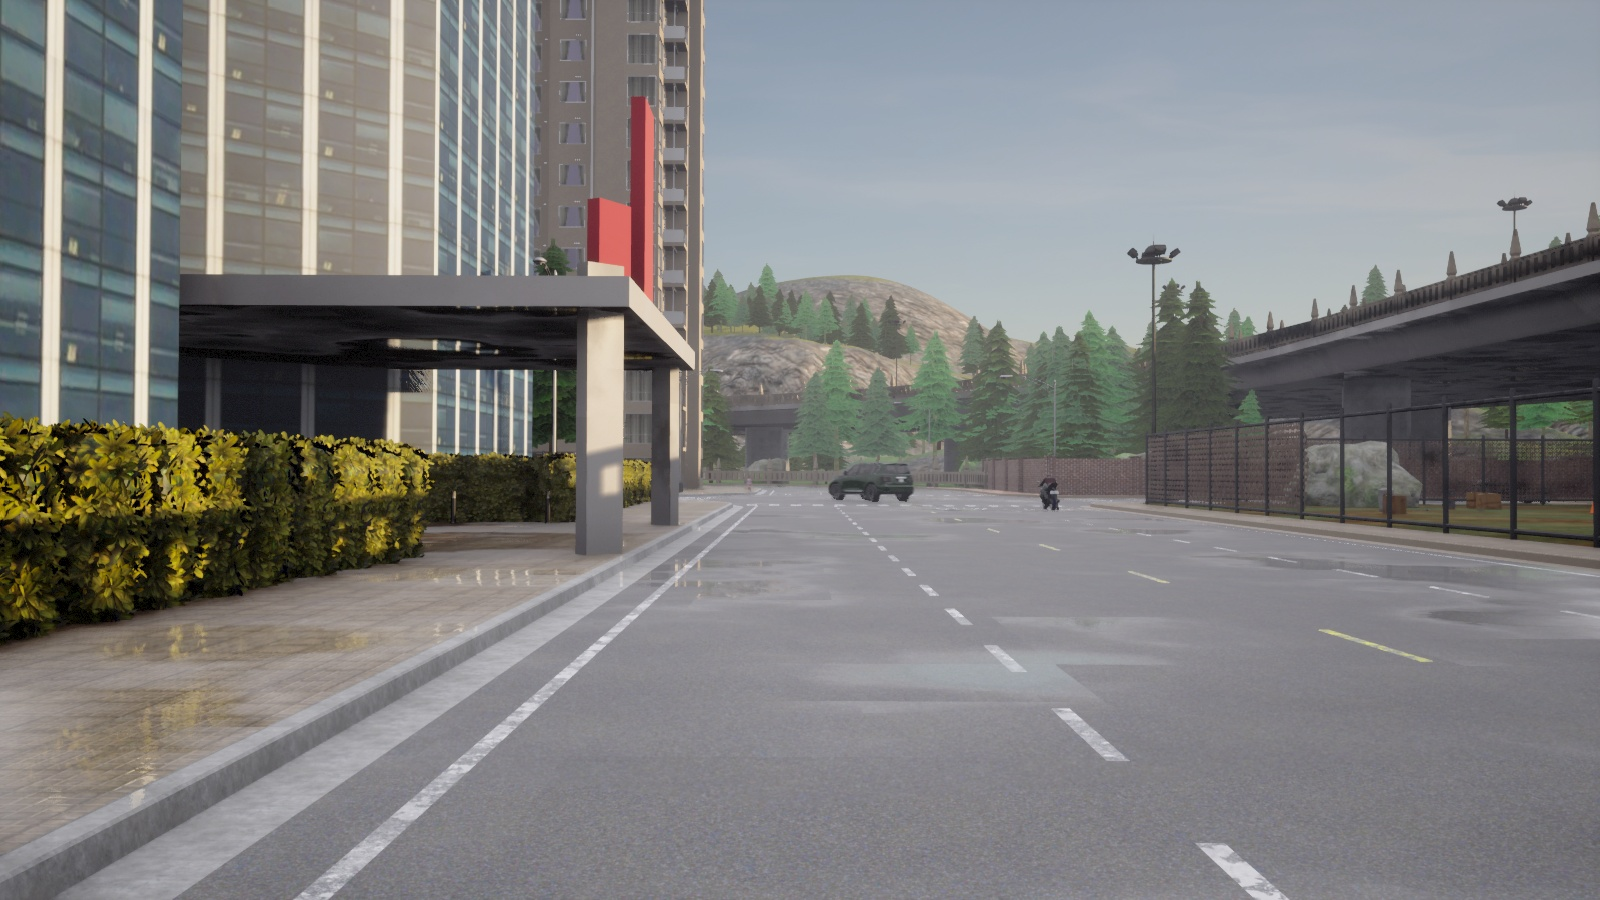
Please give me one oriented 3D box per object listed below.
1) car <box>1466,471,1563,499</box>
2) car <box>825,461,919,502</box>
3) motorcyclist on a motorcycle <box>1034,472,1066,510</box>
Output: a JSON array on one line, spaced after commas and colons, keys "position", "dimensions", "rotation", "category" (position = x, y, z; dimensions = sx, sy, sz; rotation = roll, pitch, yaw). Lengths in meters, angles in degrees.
[{"position": [38.729, 1.869, 68.095], "dimensions": [4.193, 1.474, 1.816], "rotation": [0, -1, 0], "category": "car"}, {"position": [3.721, 1.631, 65.822], "dimensions": [2.150, 2.045, 5.566], "rotation": [1, -1, -31], "category": "car"}, {"position": [10.361, 1.682, 52.150], "dimensions": [0.866, 1.530, 2.191], "rotation": [0, -1, 0], "category": "motorcyclist on a motorcycle"}]
